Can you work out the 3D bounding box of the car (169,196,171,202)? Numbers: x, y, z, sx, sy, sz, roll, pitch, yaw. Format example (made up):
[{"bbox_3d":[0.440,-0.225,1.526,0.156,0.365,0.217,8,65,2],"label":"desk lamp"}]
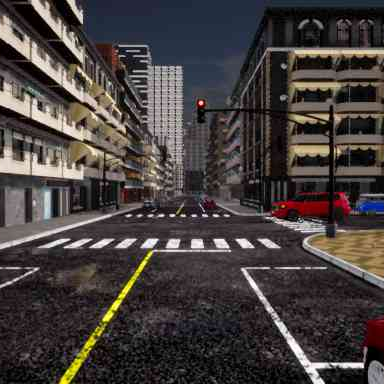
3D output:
[{"bbox_3d":[-5.812,1.608,67.385,1.802,1.307,4.206,-1,0,0],"label":"car"}]

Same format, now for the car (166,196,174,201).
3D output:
[{"bbox_3d":[-5.850,1.632,89.496,1.802,1.307,4.206,-1,0,0],"label":"car"}]

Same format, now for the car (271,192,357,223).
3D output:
[{"bbox_3d":[8.667,1.064,24.433,5.566,2.045,2.150,-2,0,-5],"label":"car"}]

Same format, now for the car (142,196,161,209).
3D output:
[{"bbox_3d":[-5.773,1.560,45.273,2.008,1.369,4.403,0,0,0],"label":"car"}]

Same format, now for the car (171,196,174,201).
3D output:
[{"bbox_3d":[-5.831,1.562,78.270,1.752,1.417,4.829,-1,0,0],"label":"car"}]

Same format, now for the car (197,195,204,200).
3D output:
[{"bbox_3d":[2.520,1.602,95.033,1.887,1.381,4.507,-1,0,0],"label":"car"}]

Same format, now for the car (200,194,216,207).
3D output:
[{"bbox_3d":[2.596,1.454,50.810,1.967,1.590,4.097,-1,0,0],"label":"car"}]

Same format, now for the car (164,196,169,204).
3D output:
[{"bbox_3d":[-5.804,1.462,61.857,1.967,1.590,4.097,-1,0,0],"label":"car"}]

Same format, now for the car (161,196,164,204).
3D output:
[{"bbox_3d":[-5.783,1.579,50.801,1.947,1.339,4.313,0,0,0],"label":"car"}]

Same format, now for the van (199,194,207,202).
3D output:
[{"bbox_3d":[2.547,1.378,78.449,1.690,1.788,3.998,-1,0,0],"label":"van"}]

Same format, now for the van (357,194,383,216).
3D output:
[{"bbox_3d":[15.596,1.035,27.404,3.998,1.788,1.690,-1,1,-1],"label":"van"}]

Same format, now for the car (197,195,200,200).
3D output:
[{"bbox_3d":[2.569,1.577,67.394,2.008,1.369,4.403,-1,0,0],"label":"car"}]

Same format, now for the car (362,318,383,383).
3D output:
[{"bbox_3d":[2.681,1.544,1.811,1.887,1.381,4.507,0,0,0],"label":"car"}]
